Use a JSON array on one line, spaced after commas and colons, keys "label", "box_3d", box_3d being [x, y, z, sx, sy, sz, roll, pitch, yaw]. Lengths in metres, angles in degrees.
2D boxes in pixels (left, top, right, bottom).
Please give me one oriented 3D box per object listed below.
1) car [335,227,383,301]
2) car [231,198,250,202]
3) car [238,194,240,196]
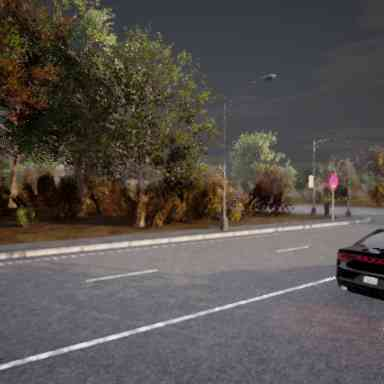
[{"label": "car", "box_3d": [5.316, 1.502, 7.629, 5.008, 1.535, 1.882, 0, 0, -36]}, {"label": "car", "box_3d": [6.305, 1.651, 48.925, 1.994, 1.385, 4.181, 0, 0, -33]}, {"label": "car", "box_3d": [9.009, 1.313, 51.191, 2.150, 2.045, 5.566, 0, 1, -33]}]
